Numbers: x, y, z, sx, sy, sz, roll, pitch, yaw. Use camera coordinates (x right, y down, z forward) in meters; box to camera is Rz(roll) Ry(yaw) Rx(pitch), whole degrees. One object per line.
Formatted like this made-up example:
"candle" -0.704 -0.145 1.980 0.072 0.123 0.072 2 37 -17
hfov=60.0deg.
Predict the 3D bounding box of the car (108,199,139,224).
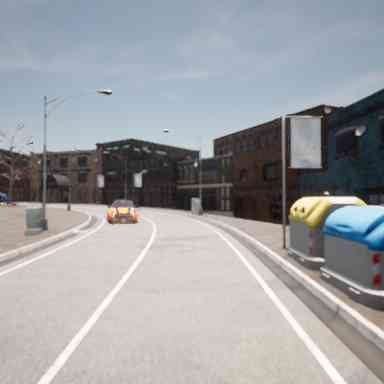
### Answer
"car" -5.187 1.365 25.014 2.097 1.767 4.553 0 0 -13

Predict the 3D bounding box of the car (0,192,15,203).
"car" -32.004 0.996 55.144 5.566 2.045 2.150 1 -1 19
